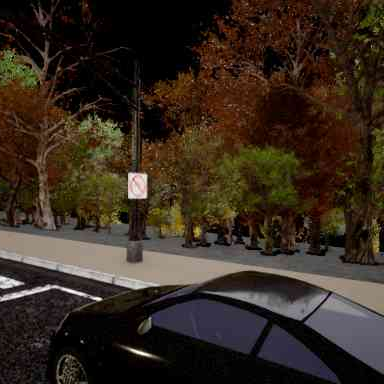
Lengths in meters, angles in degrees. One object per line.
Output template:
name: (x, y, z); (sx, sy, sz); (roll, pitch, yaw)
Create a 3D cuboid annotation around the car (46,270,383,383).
car: (0.382, 1.564, 3.414); (4.181, 1.385, 1.994); (0, 0, 36)
